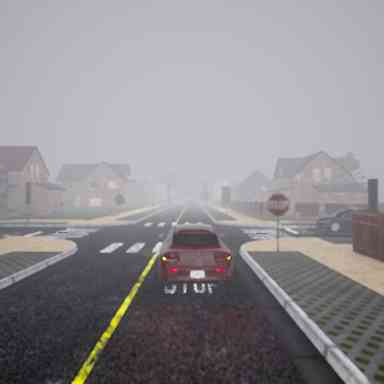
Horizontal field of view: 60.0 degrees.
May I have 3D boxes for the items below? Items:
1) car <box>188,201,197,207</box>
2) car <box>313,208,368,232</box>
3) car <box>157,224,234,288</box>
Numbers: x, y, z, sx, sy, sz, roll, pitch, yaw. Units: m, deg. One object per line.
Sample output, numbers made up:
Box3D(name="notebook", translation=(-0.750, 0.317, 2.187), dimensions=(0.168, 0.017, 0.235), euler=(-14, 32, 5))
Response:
Box3D(name="car", translation=(0.077, 2.606, 73.727), dimensions=(2.033, 1.411, 5.357), euler=(0, -1, 0))
Box3D(name="car", translation=(10.492, 1.818, 21.837), dimensions=(4.892, 1.490, 1.837), euler=(0, 0, 0))
Box3D(name="car", translation=(0.019, 1.631, 9.444), dimensions=(1.812, 1.442, 4.674), euler=(0, -1, -2))
